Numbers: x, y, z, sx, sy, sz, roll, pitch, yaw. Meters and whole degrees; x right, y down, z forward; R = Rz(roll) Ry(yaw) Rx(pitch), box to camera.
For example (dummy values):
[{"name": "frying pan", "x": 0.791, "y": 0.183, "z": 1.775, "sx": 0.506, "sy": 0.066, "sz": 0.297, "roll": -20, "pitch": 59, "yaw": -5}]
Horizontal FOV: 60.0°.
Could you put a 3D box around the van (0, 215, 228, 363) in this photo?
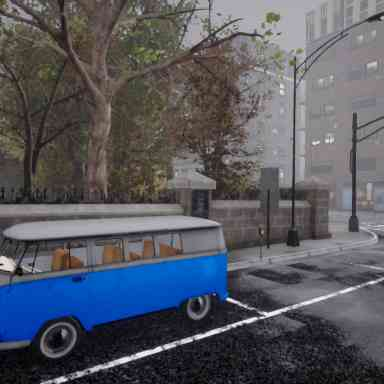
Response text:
[{"name": "van", "x": -1.246, "y": 1.342, "z": 5.601, "sx": 3.998, "sy": 1.788, "sz": 1.690, "roll": 0, "pitch": 1, "yaw": -35}]
